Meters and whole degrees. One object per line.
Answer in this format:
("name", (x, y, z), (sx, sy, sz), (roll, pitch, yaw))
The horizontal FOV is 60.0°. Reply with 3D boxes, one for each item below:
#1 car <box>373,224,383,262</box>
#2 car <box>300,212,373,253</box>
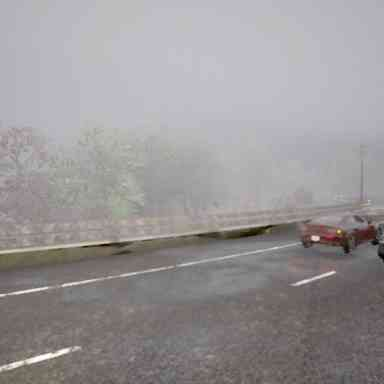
("car", (7.521, 1.605, 10.206), (4.718, 1.301, 1.895), (0, 0, -42))
("car", (6.210, 1.542, 13.769), (4.674, 1.442, 1.812), (0, -1, -43))
